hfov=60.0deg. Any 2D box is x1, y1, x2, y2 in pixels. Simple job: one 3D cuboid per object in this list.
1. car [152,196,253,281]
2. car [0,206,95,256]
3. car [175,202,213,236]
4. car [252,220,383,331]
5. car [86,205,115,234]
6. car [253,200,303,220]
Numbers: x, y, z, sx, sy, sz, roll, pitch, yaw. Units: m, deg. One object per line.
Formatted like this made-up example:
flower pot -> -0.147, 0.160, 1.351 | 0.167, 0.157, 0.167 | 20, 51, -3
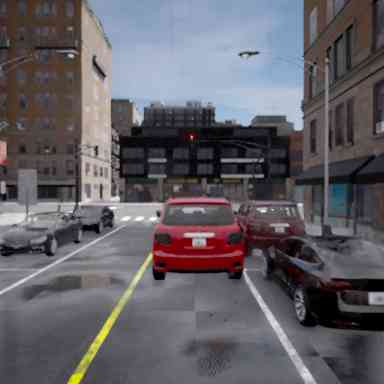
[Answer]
car -> 0.092, 1.131, 9.702 | 2.150, 2.045, 5.566 | 0, 1, -1
car -> -5.390, 1.435, 12.387 | 2.008, 1.369, 4.403 | 0, 1, 0
car -> 0.087, 1.355, 18.305 | 1.812, 1.442, 4.674 | 0, 1, 0
car -> 2.636, 1.502, 6.727 | 1.947, 1.339, 4.313 | 0, 1, 0
car -> -5.392, 1.398, 18.049 | 1.947, 1.339, 4.313 | 0, 1, 0
car -> 2.635, 1.199, 12.386 | 2.192, 1.841, 5.009 | 0, 1, 0
